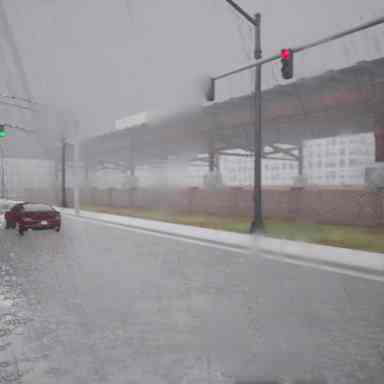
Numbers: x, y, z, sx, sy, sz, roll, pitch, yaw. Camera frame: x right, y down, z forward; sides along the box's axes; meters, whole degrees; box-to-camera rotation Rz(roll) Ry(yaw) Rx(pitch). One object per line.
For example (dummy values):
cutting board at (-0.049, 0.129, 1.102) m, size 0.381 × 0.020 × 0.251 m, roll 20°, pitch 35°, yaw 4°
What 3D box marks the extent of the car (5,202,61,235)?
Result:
car at (-8.478, 1.272, 17.555) m, size 1.882 × 1.535 × 5.008 m, roll -1°, pitch 1°, yaw -39°
